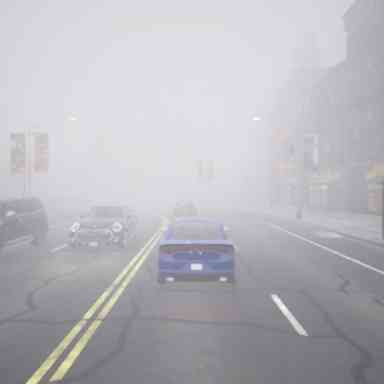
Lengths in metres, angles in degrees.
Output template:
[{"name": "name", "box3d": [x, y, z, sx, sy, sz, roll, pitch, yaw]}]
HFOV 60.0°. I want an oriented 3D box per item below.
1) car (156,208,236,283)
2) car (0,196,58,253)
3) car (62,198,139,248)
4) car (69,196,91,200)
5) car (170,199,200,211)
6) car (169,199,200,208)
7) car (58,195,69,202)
[{"name": "car", "box3d": [0.103, 1.453, 9.620, 1.882, 1.535, 5.008, 0, 0, 0]}, {"name": "car", "box3d": [-7.096, 1.190, 11.841, 2.150, 2.045, 5.566, 0, 0, 0]}, {"name": "car", "box3d": [-3.628, 1.315, 14.427, 2.097, 1.767, 4.553, 0, 0, 0]}, {"name": "car", "box3d": [-20.436, 1.432, 62.768, 4.718, 1.301, 1.895, 0, 0, 30]}, {"name": "car", "box3d": [-0.911, 1.501, 39.513, 1.895, 1.301, 4.718, 0, 0, -26]}, {"name": "car", "box3d": [-0.810, 1.420, 28.125, 2.128, 1.511, 4.902, 0, 0, -10]}, {"name": "car", "box3d": [-25.739, 1.351, 64.941, 4.674, 1.452, 2.002, 0, 0, 20]}]
